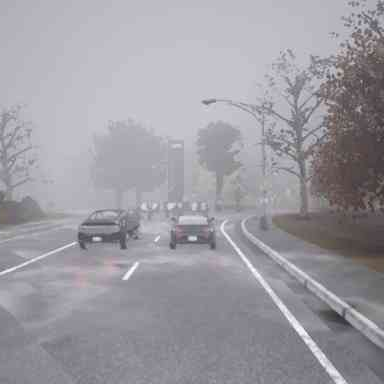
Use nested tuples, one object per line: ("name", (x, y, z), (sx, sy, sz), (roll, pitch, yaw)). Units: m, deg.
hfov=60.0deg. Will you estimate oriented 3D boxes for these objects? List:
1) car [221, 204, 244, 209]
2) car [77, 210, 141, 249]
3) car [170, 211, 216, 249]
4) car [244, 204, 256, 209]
("car", (9.464, 3.584, 80.653), (4.718, 1.301, 1.895), (-2, -3, 37))
("car", (-3.455, 1.523, 14.573), (2.128, 1.511, 4.902), (0, 0, 0))
("car", (0.045, 1.560, 14.551), (1.812, 1.442, 4.674), (0, 0, 0))
("car", (13.542, 3.552, 81.372), (1.994, 1.385, 4.181), (2, -3, -45))
